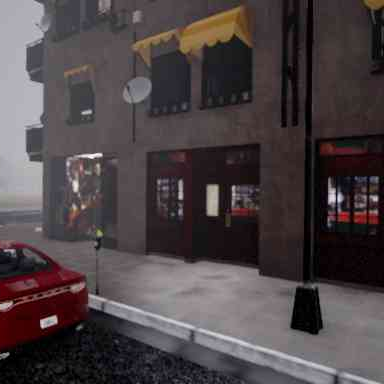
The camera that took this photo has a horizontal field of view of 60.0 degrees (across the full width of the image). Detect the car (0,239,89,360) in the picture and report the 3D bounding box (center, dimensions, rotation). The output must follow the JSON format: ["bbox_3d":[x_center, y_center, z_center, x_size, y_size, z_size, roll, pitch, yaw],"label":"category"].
[{"bbox_3d":[-3.599,1.452,5.456,4.507,1.381,1.887,1,0,36],"label":"car"}]
